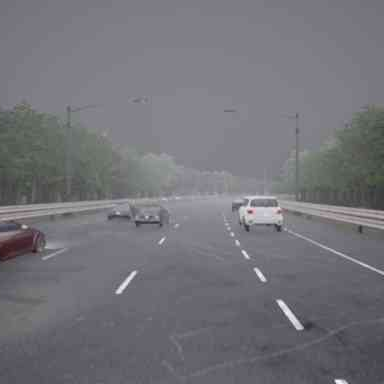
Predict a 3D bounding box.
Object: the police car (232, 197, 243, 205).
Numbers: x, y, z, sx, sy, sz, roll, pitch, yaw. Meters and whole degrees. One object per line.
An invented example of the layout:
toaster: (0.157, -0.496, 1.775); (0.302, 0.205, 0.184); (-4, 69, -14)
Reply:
police car: (9.062, 1.736, 65.644); (2.038, 1.542, 4.974); (0, 0, 10)

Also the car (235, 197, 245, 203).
car: (10.972, 1.816, 76.146); (2.033, 1.411, 5.357); (0, 0, 11)

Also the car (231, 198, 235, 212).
car: (5.898, 1.624, 41.604); (1.882, 1.535, 5.008); (0, 0, 6)

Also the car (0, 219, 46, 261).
car: (-6.683, 1.596, 11.192); (1.994, 1.385, 4.181); (0, 0, 2)

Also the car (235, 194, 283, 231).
car: (4.239, 1.297, 21.209); (2.150, 2.045, 5.566); (0, 0, 3)

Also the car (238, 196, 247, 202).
car: (13.160, 1.835, 86.594); (1.812, 1.442, 4.674); (0, 0, 13)

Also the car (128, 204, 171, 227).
car: (-2.665, 1.625, 23.231); (2.033, 1.411, 5.357); (0, 0, 3)

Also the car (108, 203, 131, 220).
car: (-5.788, 1.658, 28.739); (1.994, 1.385, 4.181); (0, 0, 4)
